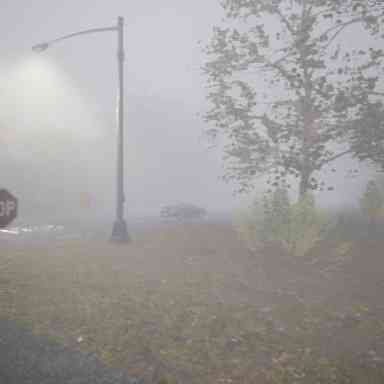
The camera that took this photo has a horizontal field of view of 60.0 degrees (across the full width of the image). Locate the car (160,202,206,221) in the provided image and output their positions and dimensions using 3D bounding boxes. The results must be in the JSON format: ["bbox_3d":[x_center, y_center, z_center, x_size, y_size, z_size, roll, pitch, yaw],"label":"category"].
[{"bbox_3d":[-0.667,1.631,28.499,2.128,1.511,4.902,0,0,36],"label":"car"}]

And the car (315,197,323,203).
[{"bbox_3d":[32.361,2.016,85.911,2.033,1.411,5.357,0,0,36],"label":"car"}]
